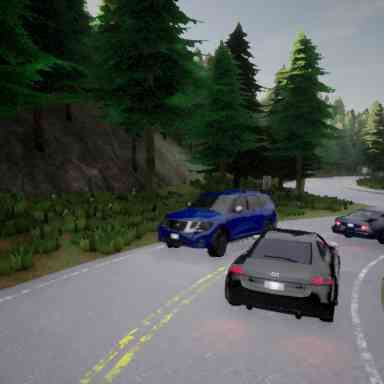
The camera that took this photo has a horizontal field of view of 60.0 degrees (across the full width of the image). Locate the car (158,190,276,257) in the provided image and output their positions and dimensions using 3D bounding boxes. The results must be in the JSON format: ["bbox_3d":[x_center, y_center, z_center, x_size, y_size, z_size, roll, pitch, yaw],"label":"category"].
[{"bbox_3d":[1.217,0.975,12.481,2.150,2.045,5.566,3,3,39],"label":"car"}]

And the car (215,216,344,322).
[{"bbox_3d":[2.212,1.532,7.444,1.994,1.385,4.181,2,2,24],"label":"car"}]

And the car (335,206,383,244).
[{"bbox_3d":[8.597,1.372,14.967,5.357,1.411,2.033,-1,5,-33],"label":"car"}]
